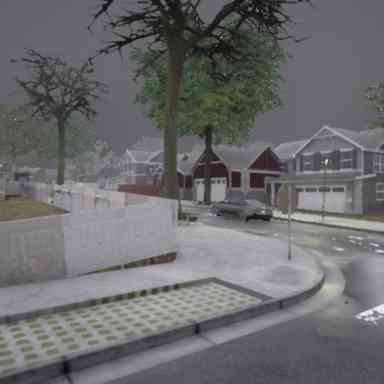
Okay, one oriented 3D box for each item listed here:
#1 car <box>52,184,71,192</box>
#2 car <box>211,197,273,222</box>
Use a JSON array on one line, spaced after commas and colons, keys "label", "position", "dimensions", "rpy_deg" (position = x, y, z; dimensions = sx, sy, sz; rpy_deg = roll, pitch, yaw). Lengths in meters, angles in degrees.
[{"label": "car", "position": [-18.372, -0.480, 46.852], "dimensions": [1.812, 1.442, 4.674], "rpy_deg": [1, 2, -35]}, {"label": "car", "position": [2.957, 0.988, 20.299], "dimensions": [1.994, 1.385, 4.181], "rpy_deg": [1, 2, -30]}]
